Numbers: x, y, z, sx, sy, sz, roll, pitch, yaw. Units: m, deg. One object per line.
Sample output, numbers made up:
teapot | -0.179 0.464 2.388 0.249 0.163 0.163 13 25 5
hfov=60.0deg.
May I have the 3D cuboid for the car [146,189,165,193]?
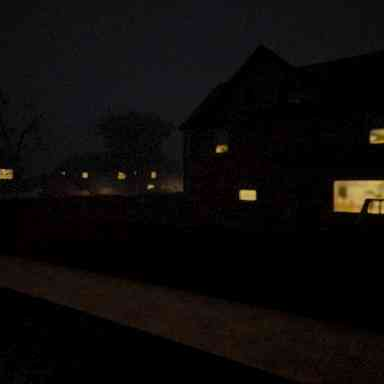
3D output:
car | -5.640 0.403 48.744 2.097 1.767 4.553 1 2 36
